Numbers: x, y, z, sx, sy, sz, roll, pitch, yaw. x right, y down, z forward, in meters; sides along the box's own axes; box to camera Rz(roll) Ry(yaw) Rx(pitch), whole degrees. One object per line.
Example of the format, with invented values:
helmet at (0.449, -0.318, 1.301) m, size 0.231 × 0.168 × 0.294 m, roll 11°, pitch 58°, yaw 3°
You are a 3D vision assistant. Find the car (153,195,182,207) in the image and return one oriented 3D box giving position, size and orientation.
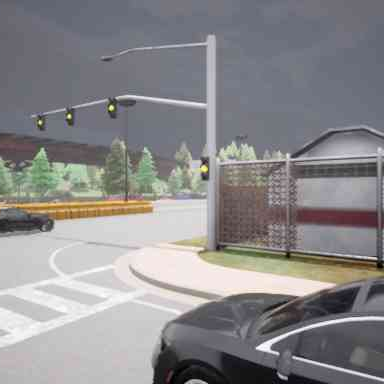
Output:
car at (-3.757, 1.339, 51.797) m, size 2.097 × 1.767 × 4.553 m, roll 0°, pitch 0°, yaw 34°

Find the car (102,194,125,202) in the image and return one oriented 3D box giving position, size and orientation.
car at (-8.125, 1.214, 38.971) m, size 2.150 × 2.045 × 5.566 m, roll 0°, pitch 0°, yaw 34°

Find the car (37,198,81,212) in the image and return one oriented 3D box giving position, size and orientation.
car at (-15.905, 1.512, 39.900) m, size 1.812 × 1.442 × 4.674 m, roll 0°, pitch 0°, yaw 34°

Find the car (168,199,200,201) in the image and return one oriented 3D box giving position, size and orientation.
car at (-0.642, 1.209, 50.151) m, size 2.150 × 2.045 × 5.566 m, roll 0°, pitch 0°, yaw 34°

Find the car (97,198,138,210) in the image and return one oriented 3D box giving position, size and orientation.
car at (-9.550, 1.535, 43.144) m, size 2.033 × 1.411 × 5.357 m, roll 0°, pitch 0°, yaw 33°

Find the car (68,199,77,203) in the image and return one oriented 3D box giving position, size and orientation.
car at (-14.967, 1.589, 35.021) m, size 1.895 × 1.301 × 4.718 m, roll 0°, pitch 0°, yaw 34°

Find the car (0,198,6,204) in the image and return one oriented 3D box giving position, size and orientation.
car at (-20.740, 1.339, 32.678) m, size 2.097 × 1.767 × 4.553 m, roll 0°, pitch 0°, yaw 34°

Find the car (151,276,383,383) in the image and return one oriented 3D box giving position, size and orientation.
car at (1.811, 1.505, 2.715) m, size 4.892 × 1.490 × 1.837 m, roll 0°, pitch 0°, yaw 36°

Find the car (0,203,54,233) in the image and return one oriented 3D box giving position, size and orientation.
car at (-9.608, 1.519, 17.478) m, size 1.812 × 1.442 × 4.674 m, roll 0°, pitch 0°, yaw 34°

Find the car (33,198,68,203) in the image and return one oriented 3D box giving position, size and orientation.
car at (-13.943, 1.553, 30.243) m, size 1.994 × 1.385 × 4.181 m, roll 0°, pitch 0°, yaw 33°
